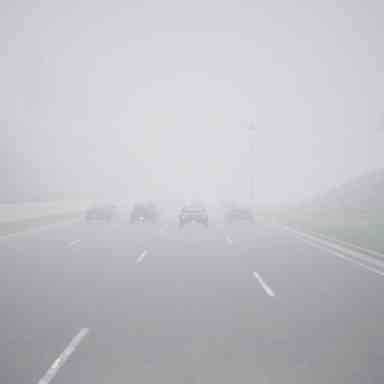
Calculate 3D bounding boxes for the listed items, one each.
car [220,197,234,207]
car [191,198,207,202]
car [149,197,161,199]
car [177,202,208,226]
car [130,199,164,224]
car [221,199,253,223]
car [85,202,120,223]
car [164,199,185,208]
[{"bbox_3d":[5.583,1.508,51.079,1.882,1.535,5.008,0,0,16],"label":"car"},{"bbox_3d":[1.048,1.521,47.316,2.128,1.511,4.902,0,0,11],"label":"car"},{"bbox_3d":[-5.497,1.536,50.899,1.837,1.490,4.892,0,0,12],"label":"car"},{"bbox_3d":[0.098,1.615,23.376,1.895,1.301,4.718,0,0,0],"label":"car"},{"bbox_3d":[-3.402,1.520,24.862,1.837,1.490,4.892,0,0,0],"label":"car"},{"bbox_3d":[3.586,1.541,25.932,1.812,1.442,4.674,0,0,0],"label":"car"},{"bbox_3d":[-6.914,1.541,25.931,1.812,1.442,4.674,0,0,0],"label":"car"},{"bbox_3d":[-2.308,1.630,48.417,1.895,1.301,4.718,0,0,11],"label":"car"}]
